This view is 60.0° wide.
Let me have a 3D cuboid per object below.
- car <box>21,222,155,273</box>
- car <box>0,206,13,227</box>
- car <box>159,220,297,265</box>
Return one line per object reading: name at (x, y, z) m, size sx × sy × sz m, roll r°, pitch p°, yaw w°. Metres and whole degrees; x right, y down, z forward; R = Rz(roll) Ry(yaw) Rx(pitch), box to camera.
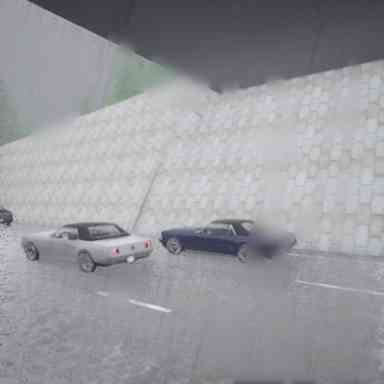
car at (-3.562, 1.648, 10.832) m, size 4.718 × 1.301 × 1.895 m, roll 0°, pitch 0°, yaw 36°
car at (-14.092, 1.618, 22.642) m, size 4.902 × 1.511 × 2.128 m, roll 0°, pitch 0°, yaw 35°
car at (1.105, 1.631, 11.802) m, size 4.718 × 1.301 × 1.895 m, roll 0°, pitch 0°, yaw 36°
